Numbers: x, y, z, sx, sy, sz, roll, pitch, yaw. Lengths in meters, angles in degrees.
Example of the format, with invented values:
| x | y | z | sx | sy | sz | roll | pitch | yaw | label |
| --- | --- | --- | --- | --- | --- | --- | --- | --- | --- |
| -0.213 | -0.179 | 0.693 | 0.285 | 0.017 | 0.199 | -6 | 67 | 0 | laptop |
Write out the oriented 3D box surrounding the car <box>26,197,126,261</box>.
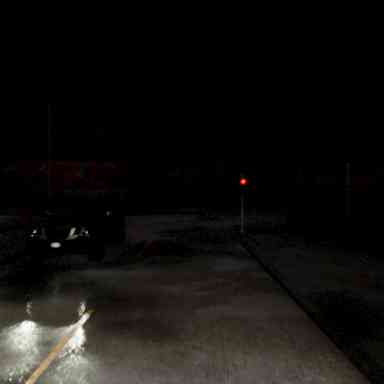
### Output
| x | y | z | sx | sy | sz | roll | pitch | yaw | label |
| --- | --- | --- | --- | --- | --- | --- | --- | --- | --- |
| -4.027 | 1.234 | 12.647 | 2.150 | 2.045 | 5.566 | 0 | 0 | 1 | car |
